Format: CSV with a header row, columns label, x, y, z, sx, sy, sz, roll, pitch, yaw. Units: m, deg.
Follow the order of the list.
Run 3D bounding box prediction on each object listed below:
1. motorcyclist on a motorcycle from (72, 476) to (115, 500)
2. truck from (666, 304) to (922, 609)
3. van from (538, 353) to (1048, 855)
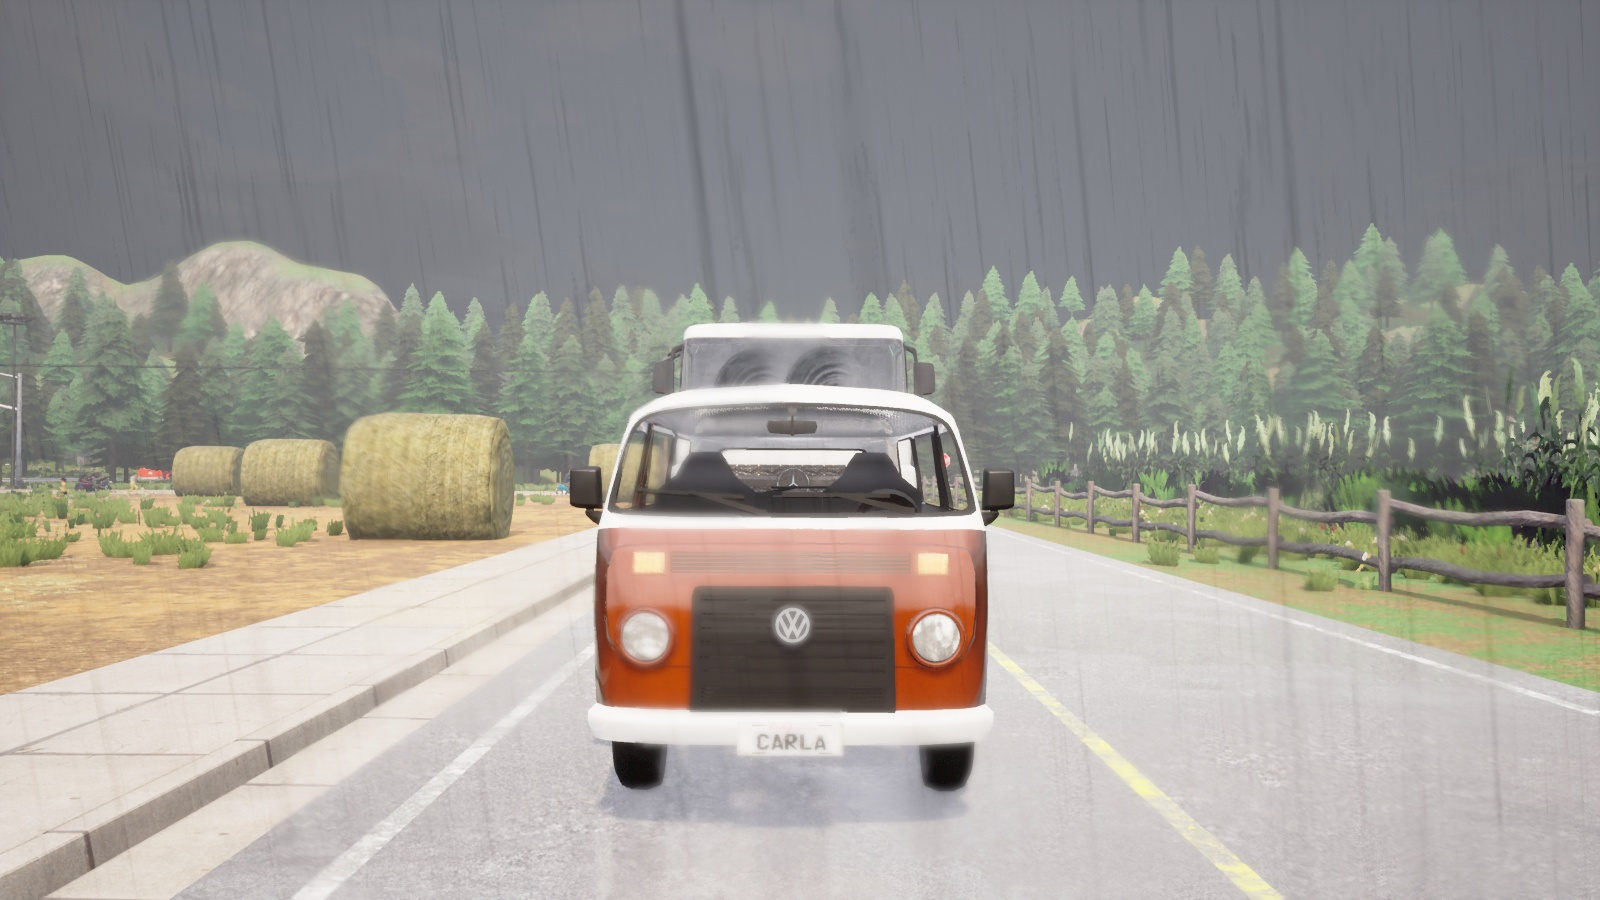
label,x,y,z,sx,sy,sz,roll,pitch,yaw
motorcyclist on a motorcycle,-44.225,2.378,78.594,2.191,1.530,0.866,0,-1,-3
truck,-0.089,0.139,18.252,2.891,3.462,7.936,0,-1,0
van,-0.037,0.662,7.364,2.069,2.038,4.480,0,-1,0
